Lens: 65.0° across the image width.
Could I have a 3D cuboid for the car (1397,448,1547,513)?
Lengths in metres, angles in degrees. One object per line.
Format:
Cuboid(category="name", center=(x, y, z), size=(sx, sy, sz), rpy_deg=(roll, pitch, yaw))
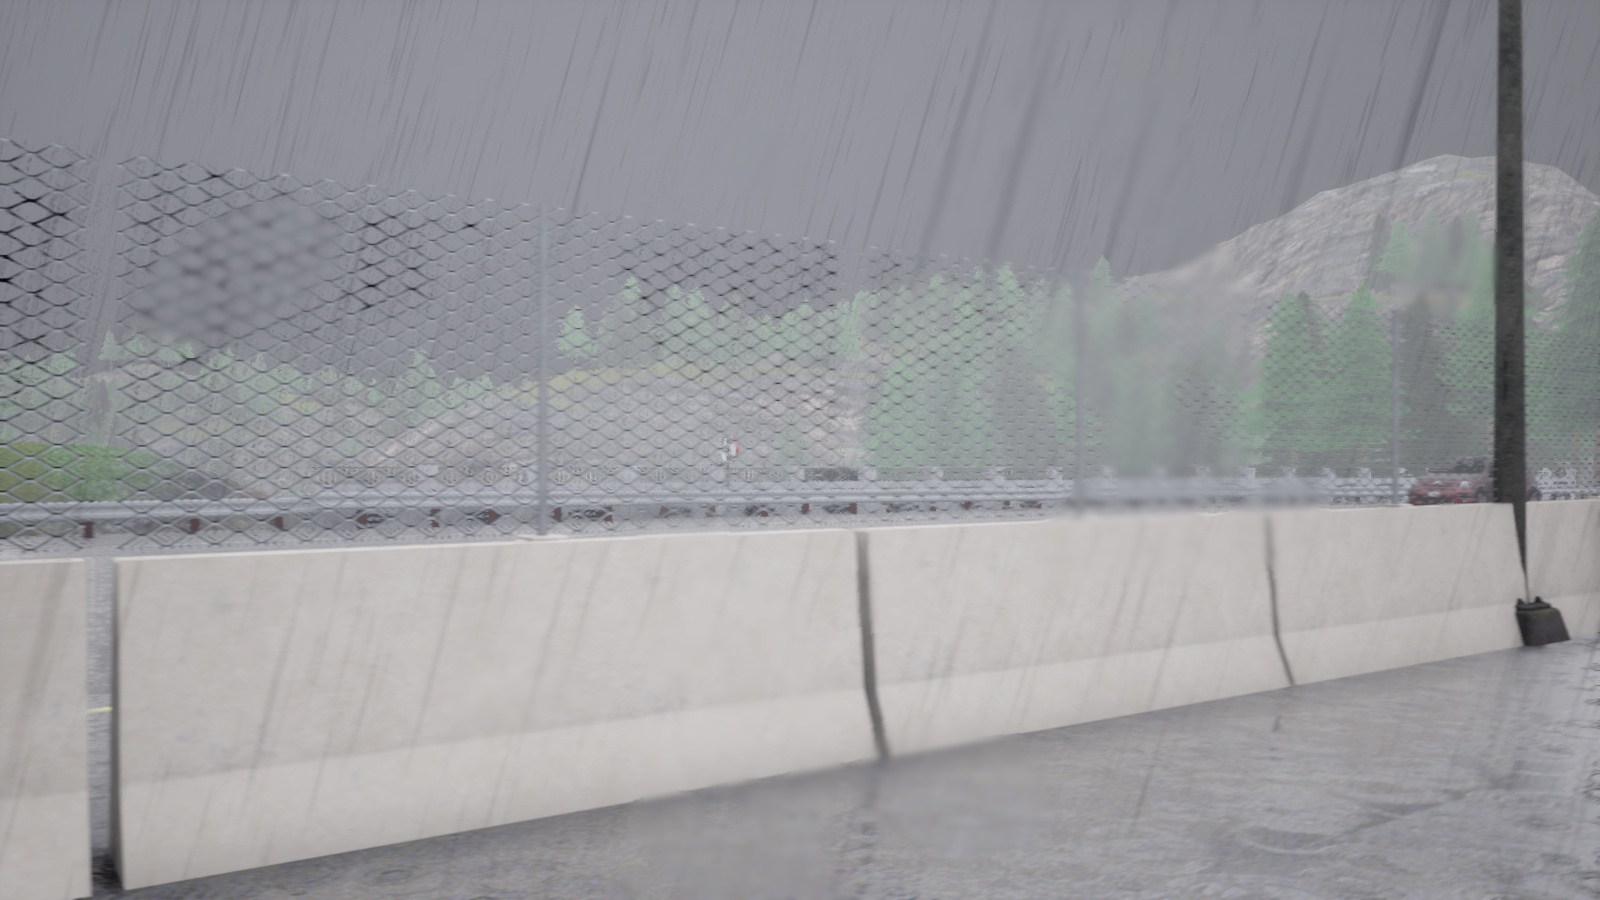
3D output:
Cuboid(category="car", center=(17.705, 0.781, 33.039), size=(3.988, 1.617, 1.851), rpy_deg=(1, -1, -35))
